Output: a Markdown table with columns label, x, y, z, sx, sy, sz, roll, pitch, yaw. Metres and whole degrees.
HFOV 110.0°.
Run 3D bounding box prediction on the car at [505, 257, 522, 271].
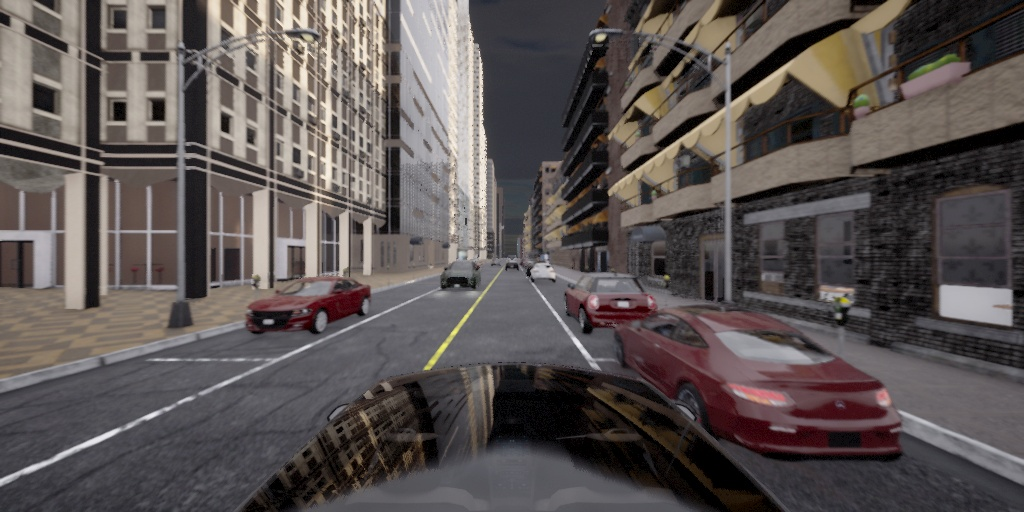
| label | x | y | z | sx | sy | sz | roll | pitch | yaw |
| --- | --- | --- | --- | --- | --- | --- | --- | --- | --- |
| car | 0.030 | 1.229 | 49.662 | 1.882 | 1.535 | 5.008 | 0 | 0 | 1 |

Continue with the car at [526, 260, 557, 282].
| label | x | y | z | sx | sy | sz | roll | pitch | yaw |
| --- | --- | --- | --- | --- | --- | --- | --- | --- | --- |
| car | 2.351 | 1.273 | 28.278 | 1.812 | 1.442 | 4.674 | 0 | 0 | 0 |

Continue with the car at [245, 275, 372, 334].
| label | x | y | z | sx | sy | sz | roll | pitch | yaw |
| --- | --- | --- | --- | --- | --- | --- | --- | --- | --- |
| car | -5.691 | 1.293 | 10.622 | 1.888 | 1.381 | 4.507 | 0 | 0 | 0 |

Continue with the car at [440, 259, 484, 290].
| label | x | y | z | sx | sy | sz | roll | pitch | yaw |
| --- | --- | --- | --- | --- | --- | --- | --- | --- | --- |
| car | -3.098 | 1.099 | 22.497 | 2.097 | 1.767 | 4.553 | 0 | 0 | 0 |

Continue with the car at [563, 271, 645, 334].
| label | x | y | z | sx | sy | sz | roll | pitch | yaw |
| --- | --- | --- | --- | --- | --- | --- | --- | --- | --- |
| car | 2.690 | 1.188 | 10.622 | 1.967 | 1.591 | 4.097 | 0 | 0 | 0 |

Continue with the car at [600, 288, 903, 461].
| label | x | y | z | sx | sy | sz | roll | pitch | yaw |
| --- | --- | --- | --- | --- | --- | --- | --- | --- | --- |
| car | 2.690 | 1.331 | 4.973 | 1.802 | 1.307 | 4.207 | 0 | 0 | 0 |

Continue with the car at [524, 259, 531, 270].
| label | x | y | z | sx | sy | sz | roll | pitch | yaw |
| --- | --- | --- | --- | --- | --- | --- | --- | --- | --- |
| car | 2.689 | 1.314 | 38.864 | 1.948 | 1.339 | 4.313 | 0 | 0 | 0 |

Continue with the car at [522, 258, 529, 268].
| label | x | y | z | sx | sy | sz | roll | pitch | yaw |
| --- | --- | --- | --- | --- | --- | --- | --- | --- | --- |
| car | 2.688 | 1.302 | 50.161 | 2.007 | 1.370 | 4.403 | 0 | 0 | 0 |
